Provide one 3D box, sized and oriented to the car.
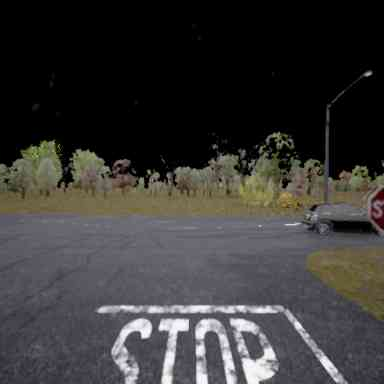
[{"bbox_3d":[8.453,1.430,18.217,4.553,1.767,2.097,1,1,0],"label":"car"}]
